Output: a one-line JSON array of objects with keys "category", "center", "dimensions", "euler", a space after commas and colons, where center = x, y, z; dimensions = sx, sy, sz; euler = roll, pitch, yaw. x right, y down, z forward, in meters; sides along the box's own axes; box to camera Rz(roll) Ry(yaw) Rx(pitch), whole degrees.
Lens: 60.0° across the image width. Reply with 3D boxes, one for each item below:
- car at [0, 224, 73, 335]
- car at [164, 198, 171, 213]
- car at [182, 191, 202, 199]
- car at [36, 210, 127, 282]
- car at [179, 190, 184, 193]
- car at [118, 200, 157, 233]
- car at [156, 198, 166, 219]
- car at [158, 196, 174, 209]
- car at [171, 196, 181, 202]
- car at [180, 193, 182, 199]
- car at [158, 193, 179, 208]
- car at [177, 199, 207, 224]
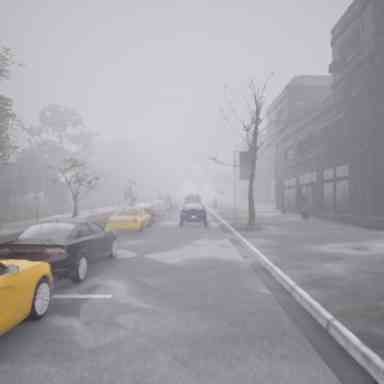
[{"category": "car", "center": [-3.649, 1.496, 4.384], "dimensions": [2.097, 1.535, 5.008], "euler": [0, 0, 2]}, {"category": "car", "center": [-3.641, 1.578, 32.122], "dimensions": [2.231, 1.521, 4.892], "euler": [0, -1, 2]}, {"category": "car", "center": [0.116, 1.298, 42.797], "dimensions": [2.150, 2.045, 5.566], "euler": [0, 0, 0]}, {"category": "car", "center": [-3.648, 1.518, 9.931], "dimensions": [2.097, 1.535, 5.008], "euler": [0, 0, 2]}, {"category": "car", "center": [-3.600, 1.194, 90.516], "dimensions": [2.185, 1.767, 4.553], "euler": [2, 2, 2]}, {"category": "car", "center": [-3.637, 1.536, 20.184], "dimensions": [1.946, 1.575, 5.366], "euler": [0, 0, 2]}, {"category": "car", "center": [-3.643, 1.565, 26.566], "dimensions": [2.097, 1.535, 5.008], "euler": [0, 0, 2]}, {"category": "car", "center": [-3.639, 1.568, 37.663], "dimensions": [2.097, 1.535, 5.008], "euler": [0, 0, 2]}, {"category": "car", "center": [-3.628, 1.580, 77.259], "dimensions": [2.002, 1.452, 4.674], "euler": [0, 0, 2]}, {"category": "car", "center": [-3.622, 1.555, 71.122], "dimensions": [1.946, 1.575, 5.366], "euler": [0, 1, 2]}, {"category": "car", "center": [-3.636, 1.308, 46.617], "dimensions": [2.435, 2.045, 5.566], "euler": [0, 0, 2]}, {"category": "car", "center": [0.108, 1.525, 24.980], "dimensions": [1.882, 1.535, 5.008], "euler": [0, 0, 0]}]
